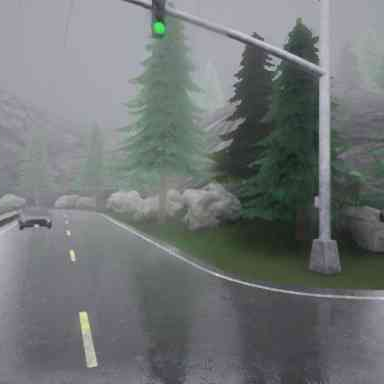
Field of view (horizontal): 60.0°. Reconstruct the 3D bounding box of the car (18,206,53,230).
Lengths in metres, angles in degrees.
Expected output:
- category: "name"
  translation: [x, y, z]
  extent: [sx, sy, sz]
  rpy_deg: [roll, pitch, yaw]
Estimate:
- category: "car"
  translation: [-10.334, 1.620, 21.930]
  extent: [2.033, 1.411, 5.357]
  rpy_deg: [0, 0, -27]
